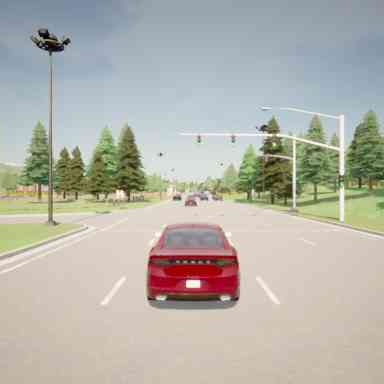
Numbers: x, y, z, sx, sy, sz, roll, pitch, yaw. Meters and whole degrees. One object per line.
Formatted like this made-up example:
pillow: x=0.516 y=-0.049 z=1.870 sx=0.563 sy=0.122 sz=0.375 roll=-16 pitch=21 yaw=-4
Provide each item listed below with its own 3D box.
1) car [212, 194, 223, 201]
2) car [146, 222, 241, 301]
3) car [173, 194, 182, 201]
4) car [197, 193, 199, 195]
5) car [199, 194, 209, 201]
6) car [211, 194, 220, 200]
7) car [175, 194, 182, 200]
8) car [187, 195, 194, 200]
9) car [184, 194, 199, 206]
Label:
car: x=6.693 y=1.511 z=83.618 sx=2.128 sy=1.511 sz=4.902 roll=0 pitch=0 yaw=0
car: x=0.032 y=1.477 z=8.377 sx=1.882 sy=1.535 sz=5.008 roll=0 pitch=0 yaw=0
car: x=-3.807 y=1.463 z=83.579 sx=1.882 sy=1.535 sz=5.008 roll=0 pitch=0 yaw=0
car: x=3.154 y=1.351 z=94.025 sx=2.128 sy=1.511 sz=4.902 roll=0 pitch=0 yaw=0
car: x=3.191 y=1.511 z=84.022 sx=1.812 sy=1.442 sz=4.674 roll=0 pitch=0 yaw=0
car: x=6.654 y=1.366 z=94.038 sx=2.033 sy=1.411 sz=5.357 roll=0 pitch=0 yaw=0
car: x=-3.846 y=1.304 z=93.999 sx=1.882 sy=1.535 sz=5.008 roll=0 pitch=0 yaw=0
car: x=-0.346 y=1.421 z=94.042 sx=1.895 sy=1.301 sz=4.718 roll=0 pitch=0 yaw=0
car: x=-0.194 y=1.522 z=52.979 sx=1.812 sy=1.442 sz=4.674 roll=0 pitch=0 yaw=0
